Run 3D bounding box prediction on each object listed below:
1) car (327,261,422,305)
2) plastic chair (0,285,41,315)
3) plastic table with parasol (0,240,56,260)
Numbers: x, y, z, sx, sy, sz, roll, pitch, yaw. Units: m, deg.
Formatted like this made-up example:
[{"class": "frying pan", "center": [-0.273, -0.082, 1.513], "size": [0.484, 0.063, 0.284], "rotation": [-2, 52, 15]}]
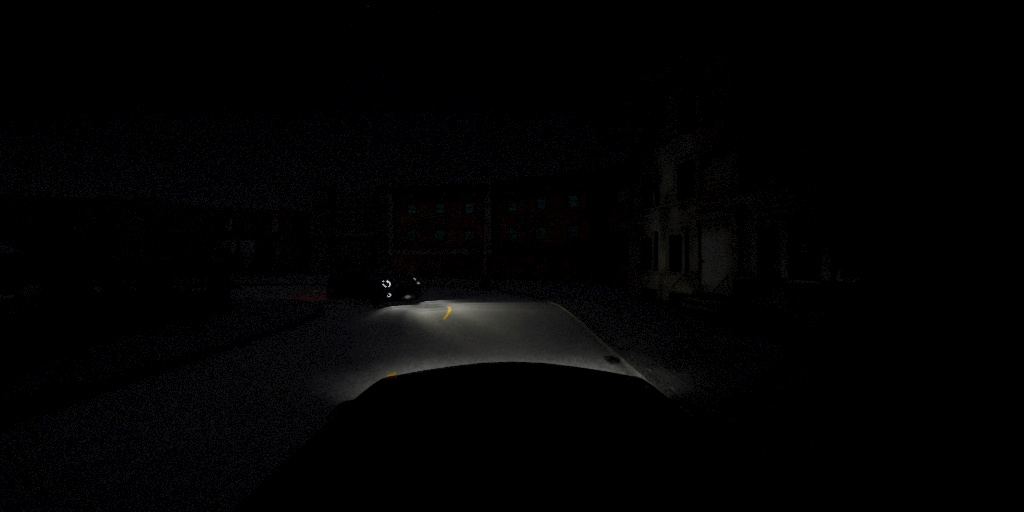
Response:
[{"class": "car", "center": [-6.166, 1.104, 16.006], "size": [4.553, 1.767, 2.097], "rotation": [0, 0, 33]}, {"class": "plastic chair", "center": [-12.109, 1.340, 8.848], "size": [0.730, 1.272, 0.750], "rotation": [0, 0, -1]}, {"class": "plastic table with parasol", "center": [-13.363, 0.736, 8.932], "size": [2.482, 2.480, 2.482], "rotation": [0, 0, -1]}]
